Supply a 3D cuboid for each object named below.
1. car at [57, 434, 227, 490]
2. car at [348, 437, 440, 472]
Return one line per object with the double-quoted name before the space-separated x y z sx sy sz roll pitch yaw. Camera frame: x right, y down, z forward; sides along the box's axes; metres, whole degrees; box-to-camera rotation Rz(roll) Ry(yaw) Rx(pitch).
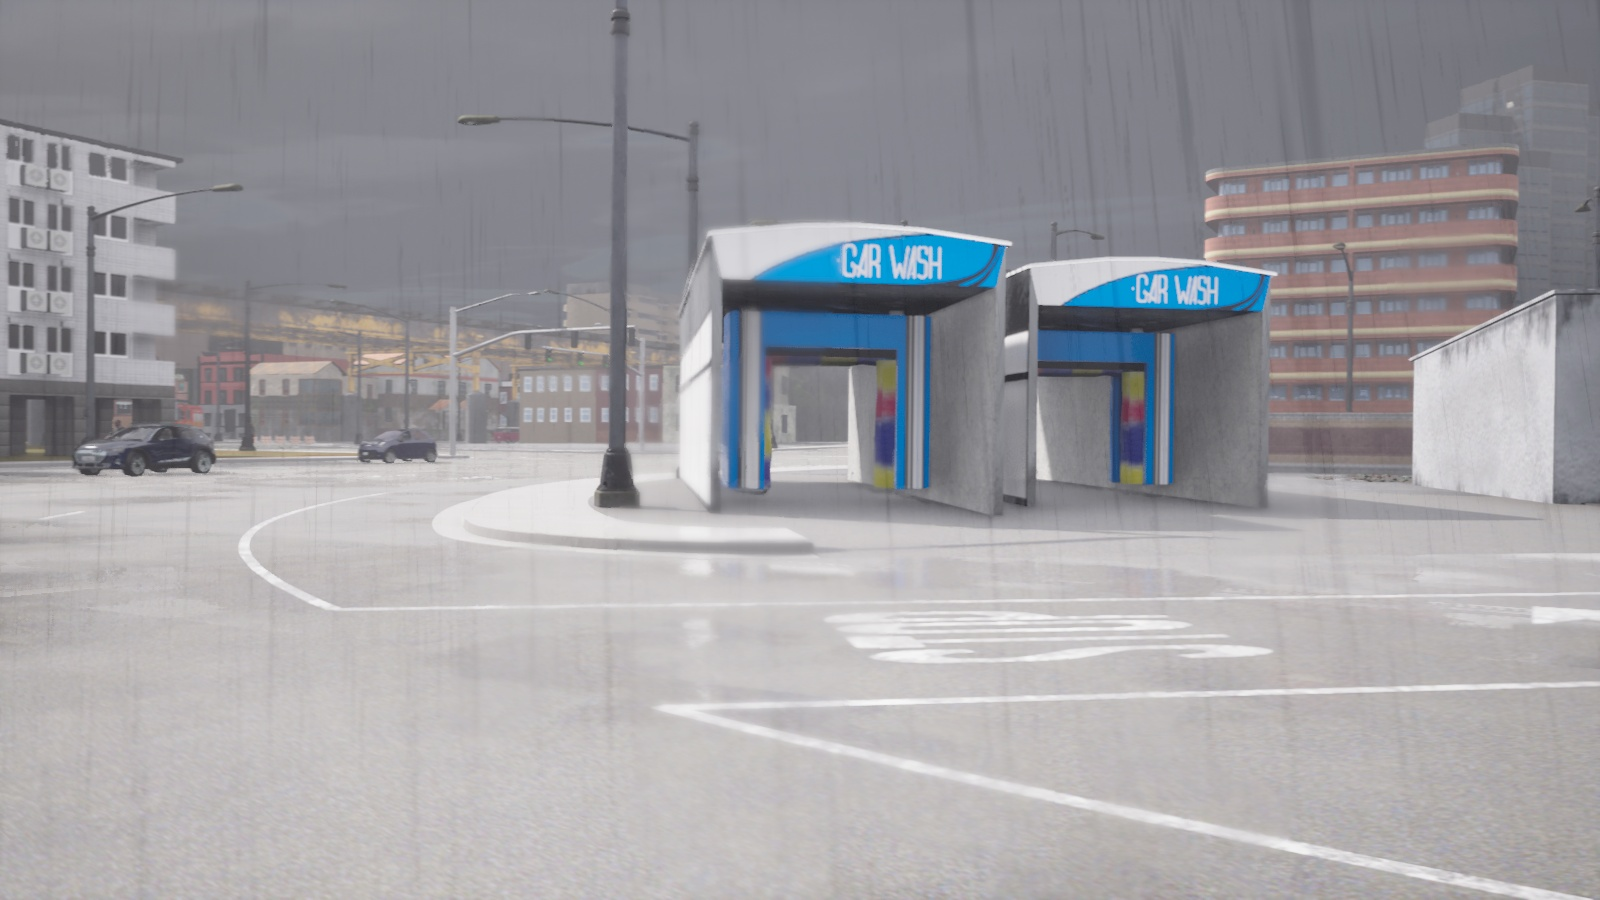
"car" -20.701 0.332 39.780 2.033 1.649 4.856 0 1 14
"car" -18.136 0.186 56.266 1.845 1.501 3.633 0 1 28
